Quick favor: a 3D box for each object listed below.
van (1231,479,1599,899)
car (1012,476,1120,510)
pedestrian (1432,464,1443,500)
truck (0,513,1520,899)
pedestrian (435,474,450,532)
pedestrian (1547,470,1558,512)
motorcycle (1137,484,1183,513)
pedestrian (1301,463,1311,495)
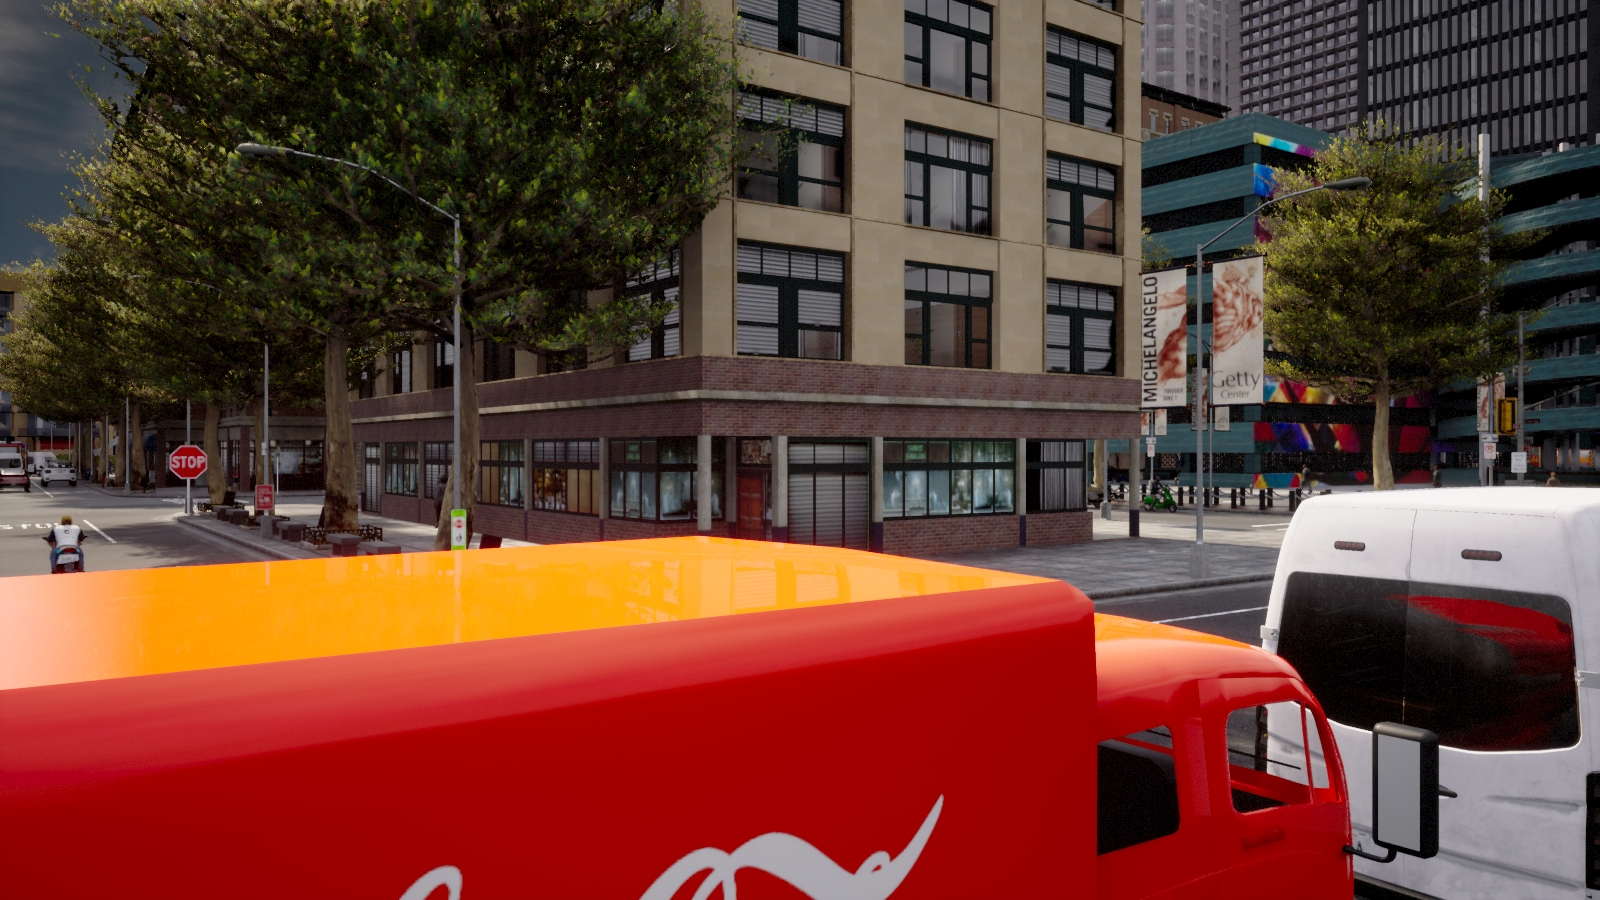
[{"bbox_3d":[5.568,1.531,7.705,5.915,2.561,1.988,0,0,-35],"label":"van"},{"bbox_3d":[12.913,2.045,55.772,2.231,1.480,4.892,0,0,-35],"label":"car"},{"bbox_3d":[33.115,1.673,59.362,0.375,1.860,0.375,0,0,-27],"label":"pedestrian"},{"bbox_3d":[-0.425,1.567,3.494,5.204,2.467,2.627,0,0,-35],"label":"truck"},{"bbox_3d":[-11.496,1.691,36.721,0.375,1.860,0.375,0,0,-36],"label":"pedestrian"},{"bbox_3d":[33.550,1.827,50.925,0.375,1.860,0.375,0,0,35],"label":"pedestrian"},{"bbox_3d":[16.126,2.166,51.225,0.856,1.236,1.805,0,0,-35],"label":"motorcycle"},{"bbox_3d":[29.388,1.673,66.354,0.375,1.860,0.375,0,0,-29],"label":"pedestrian"}]
